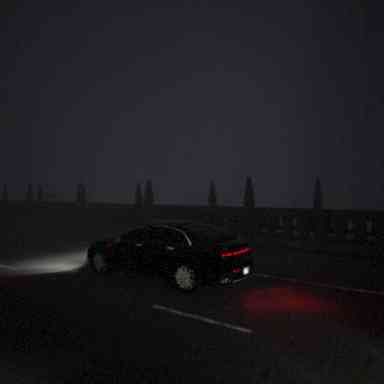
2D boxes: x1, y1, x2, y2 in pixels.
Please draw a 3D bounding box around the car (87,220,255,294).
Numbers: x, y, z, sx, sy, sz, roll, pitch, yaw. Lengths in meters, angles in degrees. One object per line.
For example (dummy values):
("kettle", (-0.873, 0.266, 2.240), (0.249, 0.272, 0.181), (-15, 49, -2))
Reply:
("car", (-0.757, 1.504, 8.832), (4.892, 1.490, 1.837), (0, 0, 36))
